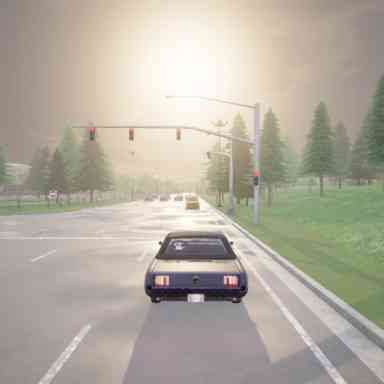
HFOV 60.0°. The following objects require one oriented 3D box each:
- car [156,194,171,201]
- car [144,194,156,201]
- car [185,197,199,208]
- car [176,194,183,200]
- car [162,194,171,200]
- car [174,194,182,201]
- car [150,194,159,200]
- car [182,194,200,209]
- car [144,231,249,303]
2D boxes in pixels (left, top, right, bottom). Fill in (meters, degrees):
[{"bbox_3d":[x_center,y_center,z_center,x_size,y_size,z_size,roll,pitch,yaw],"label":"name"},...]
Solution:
[{"bbox_3d":[-6.837,1.523,80.438,2.033,1.411,5.357,0,0,0],"label":"car"},{"bbox_3d":[-10.337,1.523,80.445,2.033,1.411,5.357,0,0,0],"label":"car"},{"bbox_3d":[0.056,1.571,49.804,2.033,1.411,5.357,-1,1,1],"label":"car"},{"bbox_3d":[-3.316,1.347,90.851,1.812,1.442,4.674,0,0,0],"label":"car"},{"bbox_3d":[-6.816,1.363,90.858,2.033,1.411,5.357,0,0,0],"label":"car"},{"bbox_3d":[-3.336,1.536,80.847,1.994,1.385,4.181,0,0,0],"label":"car"},{"bbox_3d":[-10.316,1.323,90.865,1.837,1.490,4.892,0,0,0],"label":"car"},{"bbox_3d":[-0.029,1.077,46.335,1.882,1.535,5.008,-3,17,-3],"label":"car"},{"bbox_3d":[0.096,1.600,8.136,1.895,1.301,4.718,0,0,1],"label":"car"}]
